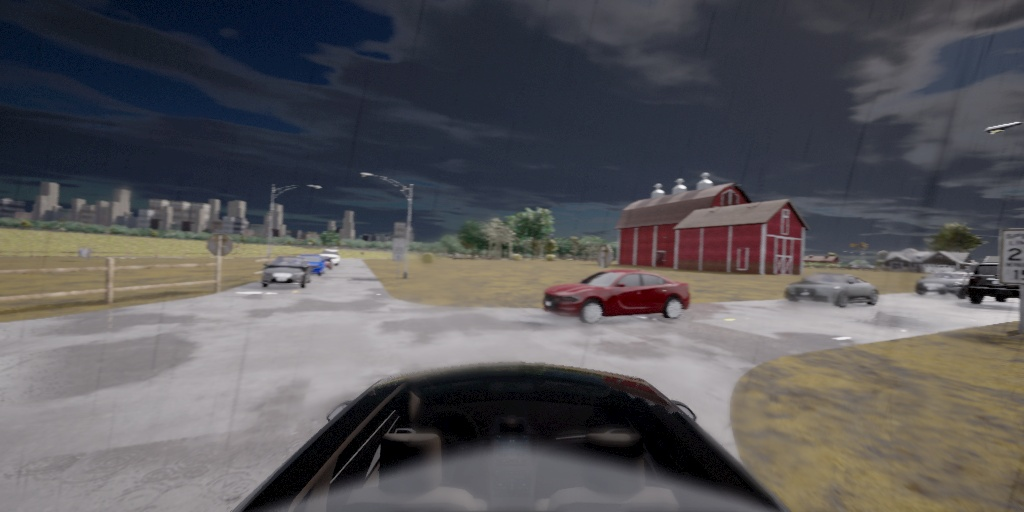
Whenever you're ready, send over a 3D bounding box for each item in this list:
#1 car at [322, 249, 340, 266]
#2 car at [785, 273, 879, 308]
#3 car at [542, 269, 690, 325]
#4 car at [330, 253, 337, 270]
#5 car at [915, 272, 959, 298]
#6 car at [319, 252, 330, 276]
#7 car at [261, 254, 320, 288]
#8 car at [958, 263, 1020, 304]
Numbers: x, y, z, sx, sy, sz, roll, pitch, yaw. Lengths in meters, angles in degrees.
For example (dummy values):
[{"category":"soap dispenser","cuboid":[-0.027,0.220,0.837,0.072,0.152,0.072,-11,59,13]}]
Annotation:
[{"category":"car","cuboid":[-23.656,0.188,46.518,2.150,2.045,5.566,4,-1,-23]},{"category":"car","cuboid":[14.501,1.490,16.280,4.181,1.385,1.994,1,0,-24]},{"category":"car","cuboid":[3.355,1.164,11.417,5.008,1.535,1.882,1,0,-24]},{"category":"car","cuboid":[-19.392,0.631,36.598,1.994,1.385,4.181,4,-1,-23]},{"category":"car","cuboid":[26.280,1.687,21.409,4.902,1.511,2.128,1,0,-24]},{"category":"car","cuboid":[-15.426,0.649,27.456,1.882,1.535,5.008,4,-1,-23]},{"category":"car","cuboid":[-11.594,0.776,18.729,2.128,1.511,4.902,4,-1,-25]},{"category":"car","cuboid":[24.859,1.392,17.581,5.566,2.045,2.150,1,0,-23]}]
